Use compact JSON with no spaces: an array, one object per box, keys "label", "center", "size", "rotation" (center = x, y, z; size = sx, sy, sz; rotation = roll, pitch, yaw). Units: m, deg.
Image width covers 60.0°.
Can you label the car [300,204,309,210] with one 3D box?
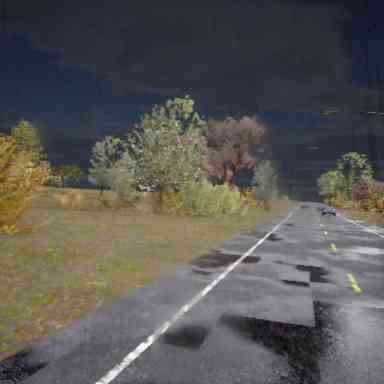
[{"label":"car","center":[25.862,3.396,76.235],"size":[1.895,1.301,4.718],"rotation":[2,-1,19]}]

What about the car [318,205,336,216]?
[{"label":"car","center":[20.875,2.886,50.837],"size":[2.033,1.411,5.357],"rotation":[2,-1,19]}]
